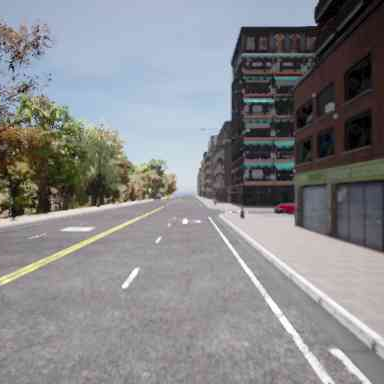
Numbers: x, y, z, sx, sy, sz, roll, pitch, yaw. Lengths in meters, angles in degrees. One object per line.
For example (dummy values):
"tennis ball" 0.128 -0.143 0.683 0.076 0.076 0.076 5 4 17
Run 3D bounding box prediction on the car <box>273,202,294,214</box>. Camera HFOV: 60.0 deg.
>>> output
"car" 12.216 1.979 41.082 4.181 1.385 1.994 1 0 0

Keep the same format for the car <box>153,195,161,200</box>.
"car" -9.737 1.564 93.260 1.837 1.490 4.892 0 0 0

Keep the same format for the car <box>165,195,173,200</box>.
"car" -6.487 1.542 93.260 1.882 1.535 5.008 0 0 0
